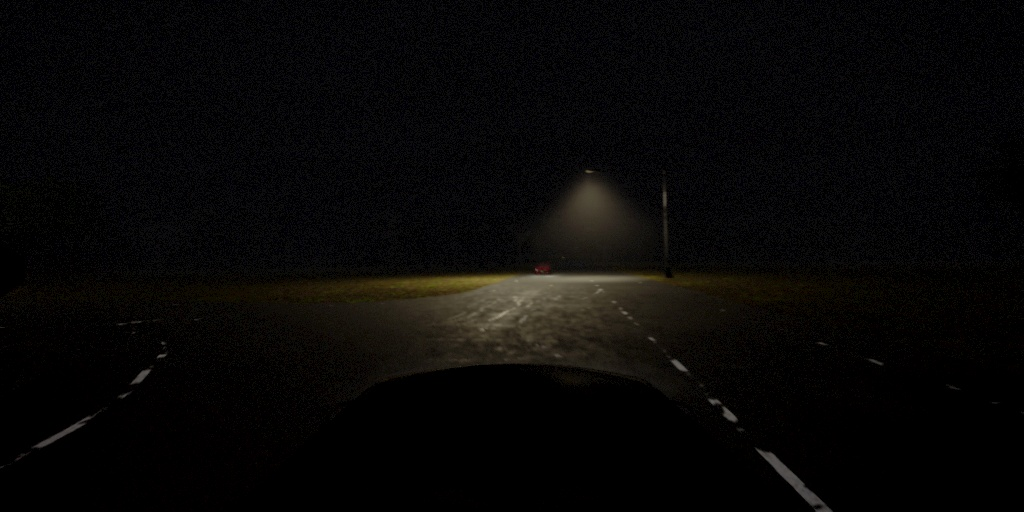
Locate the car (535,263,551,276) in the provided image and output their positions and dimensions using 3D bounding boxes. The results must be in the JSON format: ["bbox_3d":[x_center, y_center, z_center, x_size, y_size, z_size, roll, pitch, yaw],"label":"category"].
[{"bbox_3d":[4.040,1.667,46.204,1.882,1.535,5.008,-2,-1,9],"label":"car"}]
